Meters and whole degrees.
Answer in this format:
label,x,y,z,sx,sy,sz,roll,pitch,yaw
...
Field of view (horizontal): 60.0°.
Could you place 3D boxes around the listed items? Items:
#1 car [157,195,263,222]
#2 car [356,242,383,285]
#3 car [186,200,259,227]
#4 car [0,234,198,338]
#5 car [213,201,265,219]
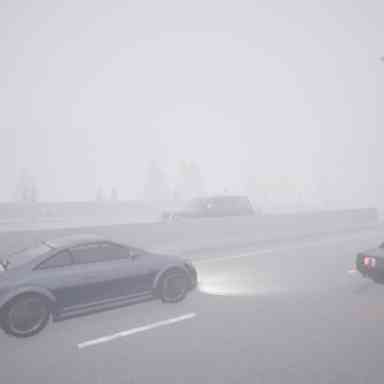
label,x,y,z,sx,sy,sz,roll,pitch,yaw
car,0.876,1.167,17.535,5.566,2.045,2.150,0,0,-36
car,6.086,1.546,8.106,4.718,1.301,1.895,0,0,-36
car,2.173,1.402,22.767,5.008,1.535,1.882,0,0,-36
car,-1.934,1.557,6.668,4.181,1.385,1.994,-1,0,-36
car,4.075,1.503,28.431,4.181,1.385,1.994,1,-1,-36
